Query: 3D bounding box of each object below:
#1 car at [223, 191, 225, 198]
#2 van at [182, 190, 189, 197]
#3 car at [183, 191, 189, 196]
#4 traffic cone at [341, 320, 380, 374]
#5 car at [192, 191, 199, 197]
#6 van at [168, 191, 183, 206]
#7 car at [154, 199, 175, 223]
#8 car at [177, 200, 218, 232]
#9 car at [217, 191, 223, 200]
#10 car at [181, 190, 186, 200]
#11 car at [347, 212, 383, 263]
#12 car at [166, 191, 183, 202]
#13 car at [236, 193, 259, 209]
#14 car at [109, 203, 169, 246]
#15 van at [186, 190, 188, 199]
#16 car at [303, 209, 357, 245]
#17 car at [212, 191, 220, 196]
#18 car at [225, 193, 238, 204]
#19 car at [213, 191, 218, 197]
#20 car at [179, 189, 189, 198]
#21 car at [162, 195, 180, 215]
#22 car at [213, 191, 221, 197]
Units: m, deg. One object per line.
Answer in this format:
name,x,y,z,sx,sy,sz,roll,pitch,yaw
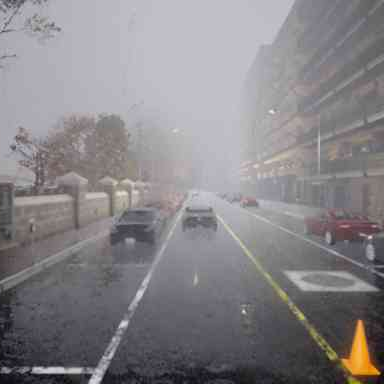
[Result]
car,6.427,0.910,53.617,1.802,1.307,4.206,0,1,0
van,-1.710,0.248,87.451,1.690,1.788,3.998,0,1,0
car,-1.671,0.427,93.084,1.802,1.307,4.206,0,1,0
traffic cone,2.105,1.903,4.173,0.340,0.580,0.340,0,1,0
car,0.959,0.493,84.704,2.033,1.411,5.357,0,1,0
van,-2.033,0.781,42.413,1.690,1.788,3.998,0,1,0
car,-2.195,1.303,19.901,1.802,1.307,4.206,0,1,0
car,0.388,1.351,18.293,1.895,1.301,4.718,0,1,0
car,6.507,0.758,64.876,1.947,1.339,4.313,0,1,0
car,-2.074,0.823,36.783,2.192,1.841,5.009,0,1,0
car,6.104,1.450,8.580,2.008,1.369,4.403,0,1,0
car,-2.114,1.016,31.154,1.967,1.590,4.097,0,1,0
car,6.306,1.115,36.726,1.802,1.307,4.206,0,1,0
car,-2.235,1.363,14.271,1.947,1.339,4.313,0,1,0
van,-1.953,0.644,53.673,1.690,1.788,3.998,0,1,0
car,6.145,1.367,14.210,1.887,1.381,4.507,0,1,0
car,6.709,0.452,93.025,1.802,1.307,4.206,0,1,0
car,6.387,0.837,47.985,1.967,1.590,4.097,0,1,0
car,6.588,0.500,76.133,1.967,1.590,4.097,0,1,0
car,-1.791,0.350,76.192,2.192,1.841,5.009,0,1,0
car,-2.155,1.191,25.528,1.887,1.381,4.507,0,1,0
car,6.670,0.456,87.564,1.752,1.417,4.829,0,1,0
